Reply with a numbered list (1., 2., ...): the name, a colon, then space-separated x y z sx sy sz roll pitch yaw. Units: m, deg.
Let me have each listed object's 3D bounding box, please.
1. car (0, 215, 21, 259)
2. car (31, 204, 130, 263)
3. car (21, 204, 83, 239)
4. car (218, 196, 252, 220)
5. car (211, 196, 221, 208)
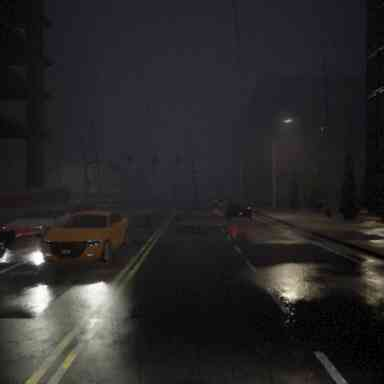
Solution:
1. car: -7.098 1.558 9.435 1.895 1.301 4.718 0 0 0
2. car: -3.543 1.422 11.953 1.882 1.535 5.008 0 0 1
3. car: -7.004 1.453 15.775 1.812 1.442 4.674 0 0 0
4. car: 3.561 1.370 26.585 2.128 1.511 4.902 0 0 0
5. car: 3.565 1.293 43.811 1.812 1.442 4.674 0 0 0
